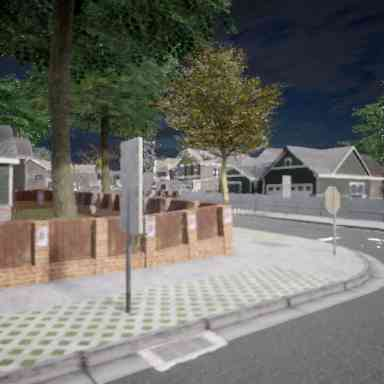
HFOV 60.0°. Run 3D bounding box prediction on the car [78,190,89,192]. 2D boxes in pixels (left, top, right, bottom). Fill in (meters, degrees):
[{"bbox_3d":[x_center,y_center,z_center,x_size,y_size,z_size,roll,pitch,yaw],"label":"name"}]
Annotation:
[{"bbox_3d":[-15.867,0.431,48.520,2.128,1.511,4.902,0,1,-31],"label":"car"}]
